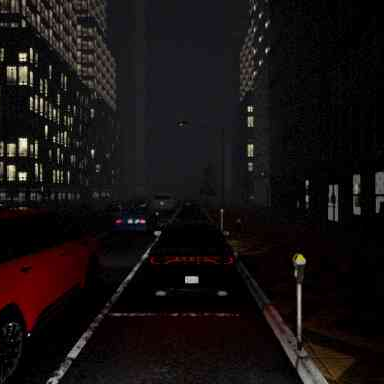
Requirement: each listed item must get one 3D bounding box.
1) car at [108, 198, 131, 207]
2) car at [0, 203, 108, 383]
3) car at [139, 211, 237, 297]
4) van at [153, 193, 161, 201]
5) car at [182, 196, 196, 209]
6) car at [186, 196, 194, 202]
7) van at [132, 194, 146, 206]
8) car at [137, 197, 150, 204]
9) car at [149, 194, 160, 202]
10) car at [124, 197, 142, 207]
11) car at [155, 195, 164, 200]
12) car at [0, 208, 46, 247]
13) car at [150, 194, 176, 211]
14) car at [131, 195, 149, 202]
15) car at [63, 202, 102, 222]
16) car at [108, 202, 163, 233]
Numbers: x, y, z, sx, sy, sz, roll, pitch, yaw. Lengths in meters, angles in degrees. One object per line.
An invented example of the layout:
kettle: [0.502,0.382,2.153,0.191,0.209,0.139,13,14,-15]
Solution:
car: [-8.833,1.537,38.569,2.008,1.369,4.403,0,0,0]
car: [-3.141,1.221,5.266,2.150,2.045,5.566,0,0,-1]
car: [-0.006,1.477,8.649,1.882,1.535,5.008,0,0,0]
van: [-8.831,1.286,84.106,1.690,1.788,3.998,0,0,0]
car: [-0.452,1.548,44.248,1.947,1.339,4.313,0,0,0]
car: [-0.452,1.533,78.399,1.802,1.307,4.206,0,0,0]
van: [-8.832,1.315,55.646,1.690,1.788,3.998,0,0,0]
car: [-8.833,1.550,61.338,1.802,1.307,4.206,0,0,0]
car: [-8.832,1.391,78.413,1.967,1.590,4.097,0,0,0]
car: [-8.833,1.523,49.953,1.887,1.381,4.507,0,0,0]
car: [-8.832,1.504,89.799,1.947,1.339,4.313,0,0,0]
car: [-8.833,1.563,15.800,1.947,1.339,4.313,0,0,0]
car: [-3.080,1.211,37.010,2.150,2.045,5.566,0,0,0]
car: [-6.218,1.491,40.377,1.837,1.490,4.892,0,0,0]
car: [-8.832,1.575,27.183,1.802,1.307,4.206,0,0,0]
car: [-3.101,1.544,19.376,2.033,1.411,5.357,0,0,0]
